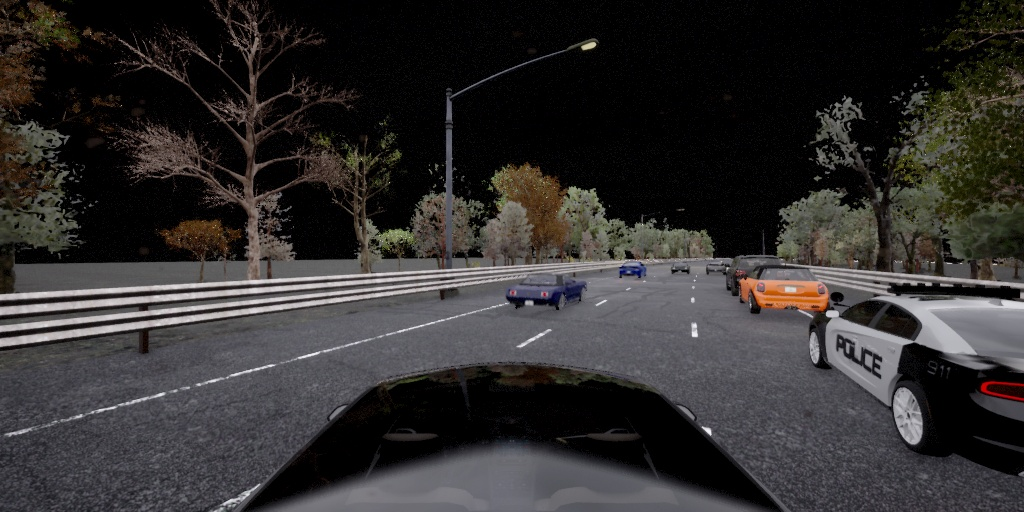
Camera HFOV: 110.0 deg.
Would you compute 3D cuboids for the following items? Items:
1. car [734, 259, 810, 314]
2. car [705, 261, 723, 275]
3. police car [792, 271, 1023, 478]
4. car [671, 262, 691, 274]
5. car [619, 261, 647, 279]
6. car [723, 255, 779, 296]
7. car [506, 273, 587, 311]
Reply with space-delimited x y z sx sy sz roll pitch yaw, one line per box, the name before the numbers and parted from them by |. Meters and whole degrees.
car | 9.905 1.106 13.416 2.097 1.767 4.553 0 0 27
car | 22.370 1.272 39.338 2.128 1.511 4.902 0 0 29
police car | 5.598 1.176 4.685 1.930 1.638 5.238 0 0 26
car | 19.257 1.380 40.815 1.895 1.301 4.718 0 0 28
car | 11.368 1.246 33.527 1.882 1.535 5.008 0 0 28
car | 12.608 0.983 18.755 2.150 2.045 5.566 0 0 27
car | 1.605 1.354 14.554 1.895 1.301 4.718 0 0 26
